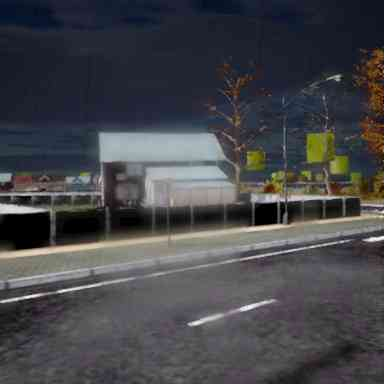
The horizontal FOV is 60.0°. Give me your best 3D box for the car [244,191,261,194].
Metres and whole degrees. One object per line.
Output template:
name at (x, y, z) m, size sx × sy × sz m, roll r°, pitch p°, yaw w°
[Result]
car at (10.979, 0.808, 56.284) m, size 1.812 × 1.442 × 4.674 m, roll -2°, pitch 1°, yaw -14°
